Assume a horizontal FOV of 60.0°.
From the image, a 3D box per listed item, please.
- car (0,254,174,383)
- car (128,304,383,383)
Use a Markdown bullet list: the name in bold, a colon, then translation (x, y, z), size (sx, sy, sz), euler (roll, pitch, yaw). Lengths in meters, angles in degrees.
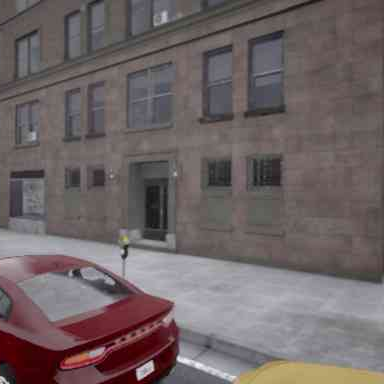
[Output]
- **car**: translation (-2.254, 1.517, 4.414), size (4.507, 1.381, 1.887), euler (0, 0, 35)
- **car**: translation (2.103, 1.532, 1.311), size (4.829, 1.417, 1.752), euler (0, 0, 35)
